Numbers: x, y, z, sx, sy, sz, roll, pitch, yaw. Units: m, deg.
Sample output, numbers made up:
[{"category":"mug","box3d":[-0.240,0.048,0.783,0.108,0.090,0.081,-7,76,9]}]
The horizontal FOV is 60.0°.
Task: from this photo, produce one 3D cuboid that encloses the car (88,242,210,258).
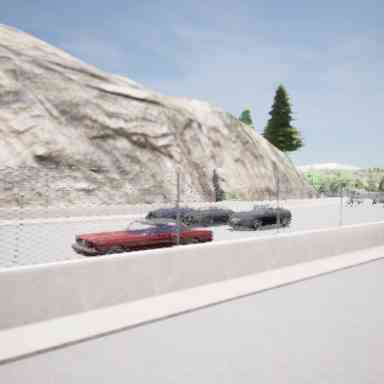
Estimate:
[{"category":"car","box3d":[-1.608,1.626,11.628,4.718,1.301,1.895,0,0,-37]}]
